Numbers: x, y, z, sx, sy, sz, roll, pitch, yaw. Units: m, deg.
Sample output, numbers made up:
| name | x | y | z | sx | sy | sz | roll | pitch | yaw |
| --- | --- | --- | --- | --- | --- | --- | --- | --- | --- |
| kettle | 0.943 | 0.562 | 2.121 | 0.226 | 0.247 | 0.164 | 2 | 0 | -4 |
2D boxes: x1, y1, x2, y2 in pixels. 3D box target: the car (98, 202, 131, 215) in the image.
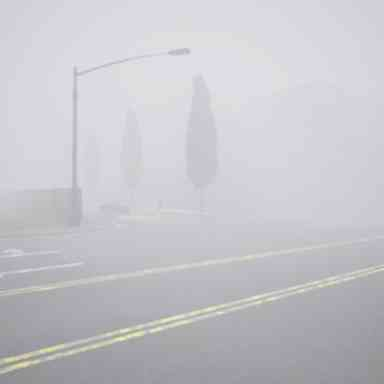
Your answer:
| name | x | y | z | sx | sy | sz | roll | pitch | yaw |
| --- | --- | --- | --- | --- | --- | --- | --- | --- | --- |
| car | -8.262 | 1.696 | 35.264 | 1.895 | 1.301 | 4.718 | 1 | 0 | -36 |
